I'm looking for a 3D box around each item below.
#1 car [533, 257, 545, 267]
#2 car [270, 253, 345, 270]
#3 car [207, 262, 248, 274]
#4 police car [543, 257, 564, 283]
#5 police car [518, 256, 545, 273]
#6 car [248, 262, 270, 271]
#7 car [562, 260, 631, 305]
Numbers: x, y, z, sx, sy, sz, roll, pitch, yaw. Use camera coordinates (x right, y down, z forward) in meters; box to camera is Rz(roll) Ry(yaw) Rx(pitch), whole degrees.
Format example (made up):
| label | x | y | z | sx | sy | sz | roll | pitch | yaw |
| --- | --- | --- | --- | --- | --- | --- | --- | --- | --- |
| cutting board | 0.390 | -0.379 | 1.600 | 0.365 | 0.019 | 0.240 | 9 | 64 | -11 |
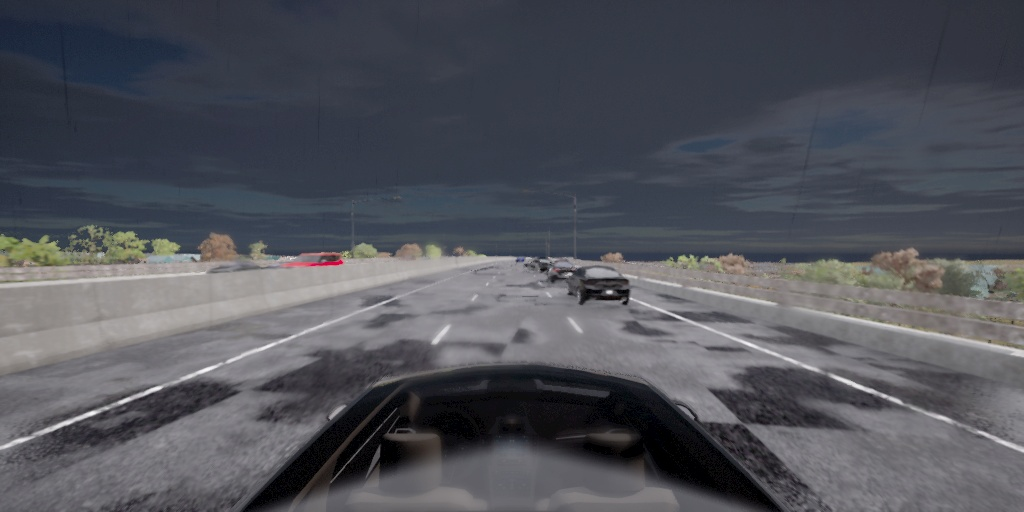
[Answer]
| label | x | y | z | sx | sy | sz | roll | pitch | yaw |
| --- | --- | --- | --- | --- | --- | --- | --- | --- | --- |
| car | 4.443 | 0.920 | 59.336 | 1.801 | 1.575 | 5.366 | 0 | 0 | 2 |
| car | -13.932 | 0.796 | 25.343 | 2.150 | 2.045 | 5.566 | 0 | 0 | 1 |
| car | -20.888 | 1.119 | 27.354 | 1.994 | 1.385 | 4.181 | 0 | 0 | 1 |
| police car | 3.665 | 1.098 | 26.389 | 2.038 | 1.542 | 4.974 | 0 | 0 | 1 |
| police car | 2.951 | 0.962 | 38.768 | 1.930 | 1.638 | 5.238 | 0 | 0 | -24 |
| car | -17.389 | 1.124 | 27.294 | 1.994 | 1.385 | 4.181 | 0 | 0 | 1 |
| car | 3.546 | 1.135 | 15.466 | 1.882 | 1.535 | 5.008 | 0 | 0 | 0 |
